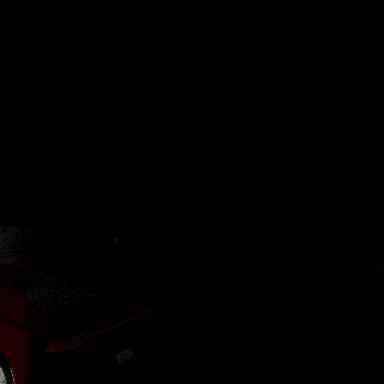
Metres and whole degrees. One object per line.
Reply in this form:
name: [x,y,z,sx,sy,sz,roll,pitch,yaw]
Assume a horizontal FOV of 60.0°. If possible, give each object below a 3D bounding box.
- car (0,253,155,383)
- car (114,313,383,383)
car: [-2.515,1.573,4.761,4.507,1.381,1.887,0,0,36]
car: [1.909,1.546,1.599,4.403,1.369,2.008,0,0,36]
